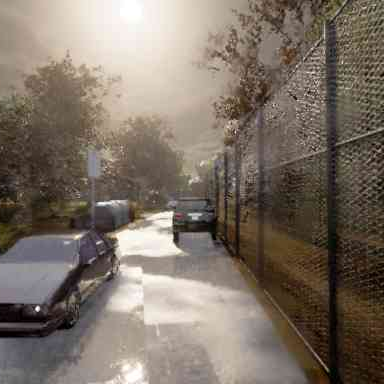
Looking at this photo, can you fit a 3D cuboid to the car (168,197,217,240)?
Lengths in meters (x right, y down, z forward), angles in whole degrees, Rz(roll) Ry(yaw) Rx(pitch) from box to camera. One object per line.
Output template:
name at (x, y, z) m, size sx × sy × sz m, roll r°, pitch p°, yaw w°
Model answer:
car at (0.119, 1.288, 17.734) m, size 2.150 × 2.045 × 5.566 m, roll 0°, pitch 0°, yaw 0°

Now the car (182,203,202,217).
car at (0.014, 1.874, 35.686) m, size 1.994 × 1.385 × 4.181 m, roll 0°, pitch -1°, yaw 0°

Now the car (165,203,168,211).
car at (-2.859, 2.101, 49.352) m, size 1.837 × 1.490 × 4.892 m, roll 0°, pitch -1°, yaw 1°

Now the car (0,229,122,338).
car at (-2.854, 1.556, 7.171) m, size 2.033 × 1.411 × 5.357 m, roll 0°, pitch 0°, yaw 0°
